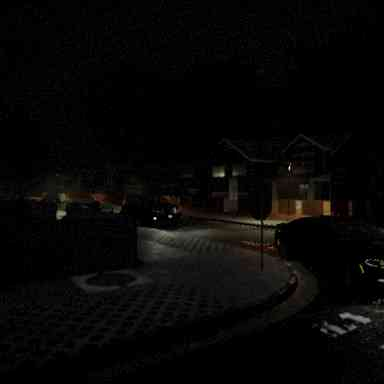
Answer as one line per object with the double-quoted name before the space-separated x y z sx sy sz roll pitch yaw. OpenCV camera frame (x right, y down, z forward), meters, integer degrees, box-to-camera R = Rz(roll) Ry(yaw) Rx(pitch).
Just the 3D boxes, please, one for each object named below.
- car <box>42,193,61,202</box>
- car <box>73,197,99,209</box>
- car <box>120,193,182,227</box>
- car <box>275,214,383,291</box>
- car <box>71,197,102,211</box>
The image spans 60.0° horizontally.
"car" -19.533 0.962 46.137 1.837 1.490 4.892 0 0 -35
"car" -13.696 1.367 42.759 1.895 1.301 4.718 0 0 -35
"car" -2.874 1.103 22.116 2.150 2.045 5.566 0 0 -35
"car" 4.114 1.431 9.269 1.882 1.535 5.008 0 0 -12
"car" -10.556 1.295 33.131 1.882 1.535 5.008 0 0 -35
